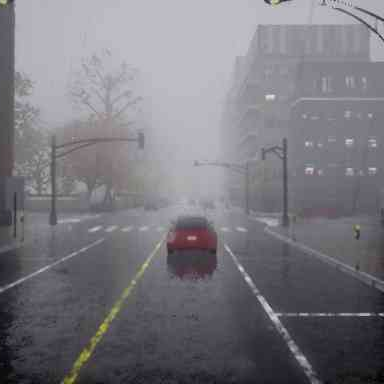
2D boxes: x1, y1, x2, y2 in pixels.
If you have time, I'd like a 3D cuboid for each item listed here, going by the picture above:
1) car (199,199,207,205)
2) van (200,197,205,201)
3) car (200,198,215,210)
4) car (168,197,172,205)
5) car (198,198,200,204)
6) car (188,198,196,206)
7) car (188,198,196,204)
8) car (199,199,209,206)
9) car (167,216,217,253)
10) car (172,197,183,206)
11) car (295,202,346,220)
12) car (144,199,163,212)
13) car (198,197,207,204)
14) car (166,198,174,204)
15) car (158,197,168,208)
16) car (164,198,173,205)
[{"bbox_3d":[2.698,2.395,81.033,1.887,1.381,4.507,0,-1,0],"label":"car"},{"bbox_3d":[2.698,1.937,58.517,1.690,1.788,3.998,0,-1,0],"label":"van"},{"bbox_3d":[2.697,2.080,52.884,1.887,1.381,4.507,0,-1,0],"label":"car"},{"bbox_3d":[-5.683,1.974,64.148,2.192,1.841,5.009,0,-1,0],"label":"car"},{"bbox_3d":[2.698,2.162,69.775,1.967,1.590,4.097,0,-1,0],"label":"car"},{"bbox_3d":[0.006,2.301,74.720,2.128,1.511,4.902,0,-1,0],"label":"car"},{"bbox_3d":[0.008,2.329,86.388,2.033,1.411,5.357,0,-1,0],"label":"car"},{"bbox_3d":[2.698,2.336,75.404,2.008,1.369,4.403,0,-1,0],"label":"car"},{"bbox_3d":[0.006,1.703,14.329,1.994,1.385,4.181,0,-1,0],"label":"car"},{"bbox_3d":[-2.994,2.282,73.503,1.812,1.442,4.674,0,-1,0],"label":"car"},{"bbox_3d":[13.469,1.944,34.931,5.009,1.841,2.192,1,-2,-1],"label":"car"},{"bbox_3d":[-5.684,2.041,47.255,1.947,1.339,4.313,0,-1,0],"label":"car"},{"bbox_3d":[2.700,2.230,86.666,2.192,1.841,5.009,0,-1,0],"label":"car"},{"bbox_3d":[-5.681,2.355,86.665,1.967,1.590,4.097,0,-1,0],"label":"car"},{"bbox_3d":[-5.683,2.120,58.346,1.752,1.417,4.829,0,-1,0],"label":"car"},{"bbox_3d":[-5.682,2.290,81.036,1.967,1.590,4.097,0,-1,0],"label":"car"}]
